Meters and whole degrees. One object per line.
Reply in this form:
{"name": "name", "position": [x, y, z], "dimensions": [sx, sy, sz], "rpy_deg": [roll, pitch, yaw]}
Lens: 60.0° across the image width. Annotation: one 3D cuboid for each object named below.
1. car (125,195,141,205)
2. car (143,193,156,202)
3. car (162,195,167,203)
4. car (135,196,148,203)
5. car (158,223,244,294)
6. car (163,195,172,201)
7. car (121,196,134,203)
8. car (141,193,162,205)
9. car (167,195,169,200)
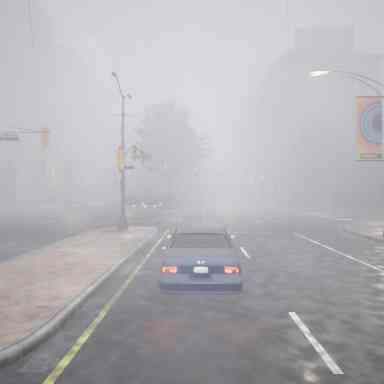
{"name": "car", "position": [-10.515, 1.352, 57.850], "dimensions": [2.097, 1.767, 4.553], "rpy_deg": [0, 0, 1]}
{"name": "car", "position": [-10.048, 1.225, 78.710], "dimensions": [2.150, 2.045, 5.566], "rpy_deg": [0, 0, 1]}
{"name": "car", "position": [-6.799, 1.352, 66.744], "dimensions": [2.097, 1.767, 4.553], "rpy_deg": [0, 0, 1]}
{"name": "car", "position": [-10.254, 1.505, 68.025], "dimensions": [1.837, 1.490, 4.892], "rpy_deg": [0, 0, 1]}
{"name": "car", "position": [0.229, 1.547, 8.920], "dimensions": [2.033, 1.411, 5.357], "rpy_deg": [0, 0, 1]}
{"name": "car", "position": [-6.400, 1.478, 86.611], "dimensions": [1.882, 1.535, 5.008], "rpy_deg": [0, 0, 1]}
{"name": "car", "position": [-13.464, 1.595, 69.814], "dimensions": [1.895, 1.301, 4.718], "rpy_deg": [0, 0, 1]}
{"name": "car", "position": [-7.015, 1.352, 57.972], "dimensions": [2.097, 1.767, 4.553], "rpy_deg": [0, 0, 1]}
{"name": "car", "position": [-6.588, 1.525, 76.518], "dimensions": [2.128, 1.511, 4.902], "rpy_deg": [0, 0, 1]}
